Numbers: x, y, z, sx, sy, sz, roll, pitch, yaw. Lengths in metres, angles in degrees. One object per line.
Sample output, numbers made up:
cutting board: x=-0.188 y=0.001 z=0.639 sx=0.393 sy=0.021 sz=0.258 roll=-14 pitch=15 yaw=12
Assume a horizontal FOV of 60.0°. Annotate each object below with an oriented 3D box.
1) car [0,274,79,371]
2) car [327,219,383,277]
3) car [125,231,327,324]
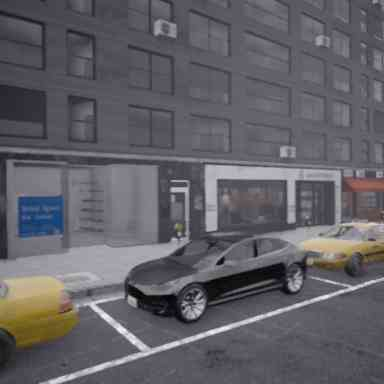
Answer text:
car: x=-3.906 y=1.525 z=3.875 sx=4.829 sy=1.417 sz=1.752 roll=0 pitch=-1 yaw=-35
car: x=5.058 y=1.535 z=10.269 sx=4.829 sy=1.417 sz=1.752 roll=0 pitch=-1 yaw=-35
car: x=0.714 y=1.570 z=7.170 sx=4.313 sy=1.339 sz=1.947 roll=0 pitch=-1 yaw=-35
